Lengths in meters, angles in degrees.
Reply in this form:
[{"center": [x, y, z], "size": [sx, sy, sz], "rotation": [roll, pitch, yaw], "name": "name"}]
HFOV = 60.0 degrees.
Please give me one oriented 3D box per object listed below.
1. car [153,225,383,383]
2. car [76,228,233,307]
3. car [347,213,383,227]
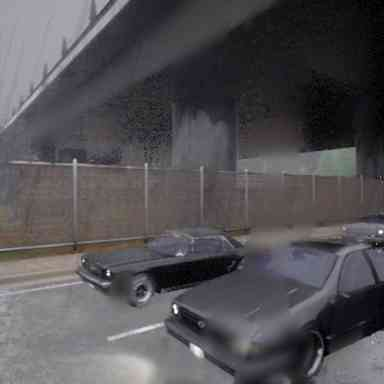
[{"center": [2.234, 1.548, 5.598], "size": [5.357, 1.411, 2.033], "rotation": [0, 0, -35], "name": "car"}, {"center": [-0.259, 1.611, 8.122], "size": [4.718, 1.301, 1.895], "rotation": [0, 0, -36], "name": "car"}, {"center": [8.445, 1.594, 14.403], "size": [4.718, 1.301, 1.895], "rotation": [0, 0, -36], "name": "car"}]
